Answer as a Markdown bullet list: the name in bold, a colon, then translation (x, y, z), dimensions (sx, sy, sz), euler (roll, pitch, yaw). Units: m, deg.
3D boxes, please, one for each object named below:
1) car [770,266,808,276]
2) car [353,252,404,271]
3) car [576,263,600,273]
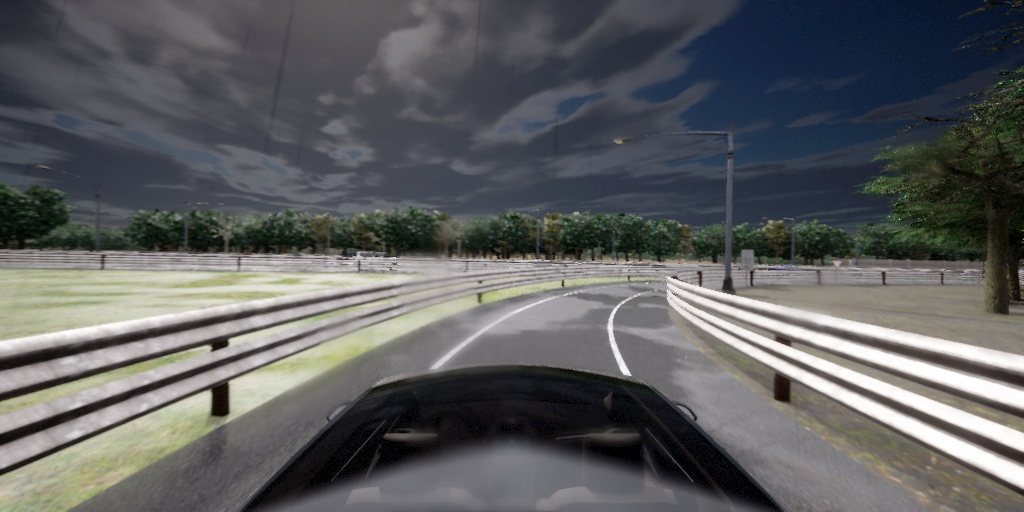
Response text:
- **car**: translation (38.407, 2.110, 49.714), dimensions (5.008, 1.535, 1.882), euler (1, 0, -7)
- **car**: translation (-15.360, 0.574, 41.471), dimensions (5.566, 2.045, 2.150), euler (1, 0, -10)
- **car**: translation (10.028, 1.557, 45.715), dimensions (4.718, 1.301, 1.895), euler (1, 0, -9)
